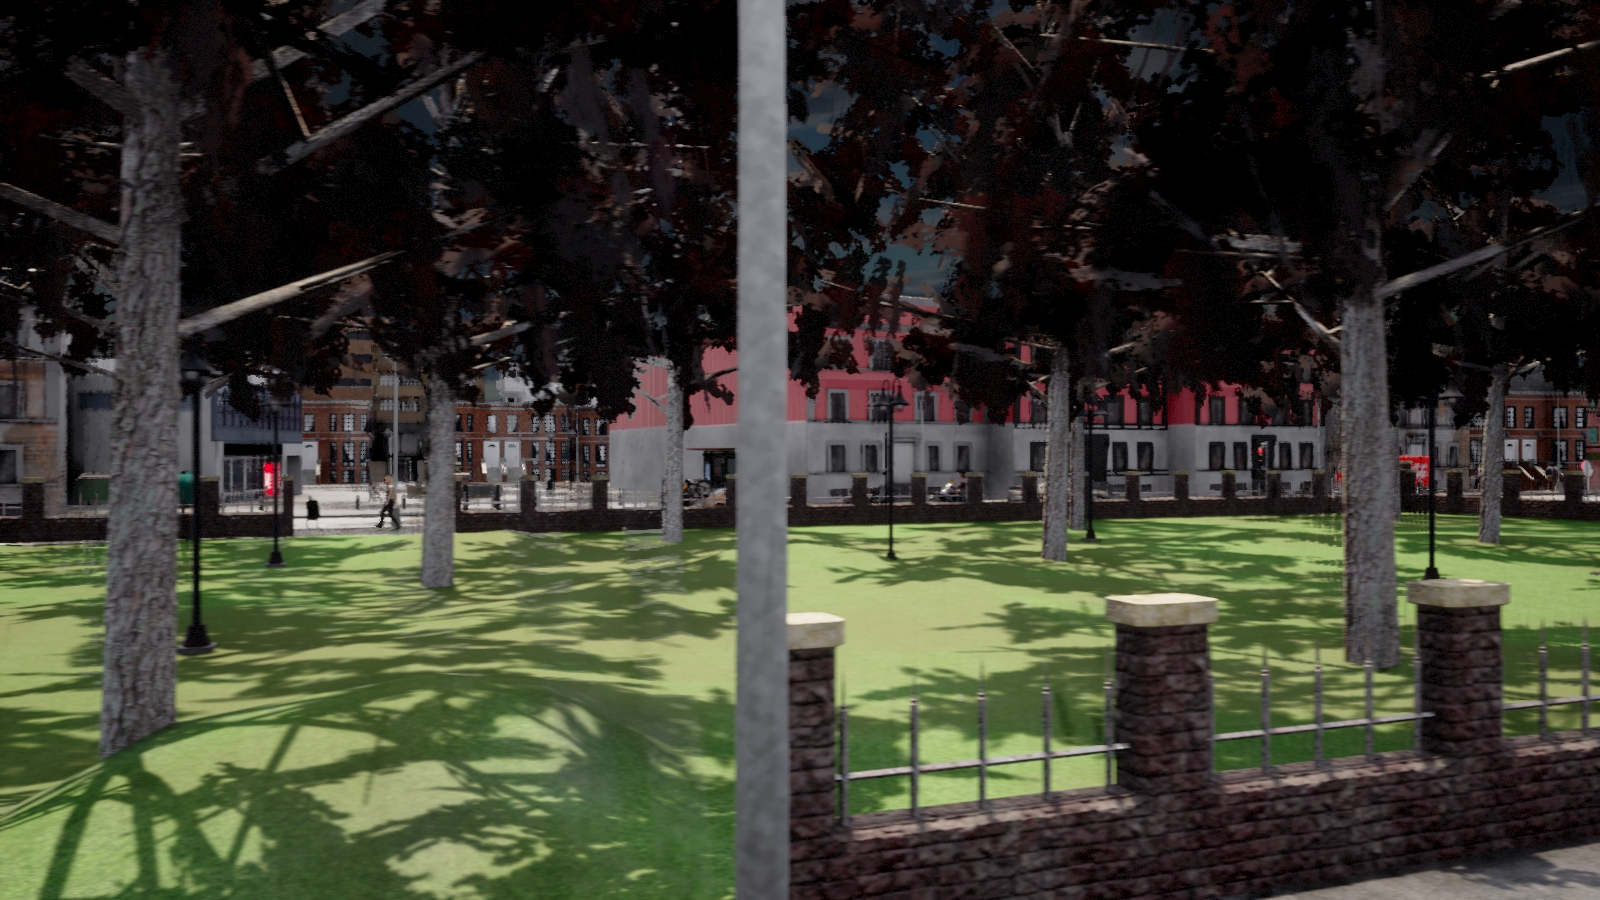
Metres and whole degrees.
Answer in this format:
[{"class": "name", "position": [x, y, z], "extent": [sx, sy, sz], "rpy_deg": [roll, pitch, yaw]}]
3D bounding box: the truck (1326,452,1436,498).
[{"class": "truck", "position": [32.434, 1.352, 63.766], "extent": [5.204, 2.467, 2.627], "rpy_deg": [0, 0, -20]}]

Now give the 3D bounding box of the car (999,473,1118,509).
[{"class": "car", "position": [11.775, 1.831, 52.006], "extent": [4.902, 1.511, 2.128], "rpy_deg": [0, 0, -20]}]

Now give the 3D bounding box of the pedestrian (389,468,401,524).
[{"class": "pedestrian", "position": [-13.442, 1.523, 37.922], "extent": [0.375, 1.860, 0.375], "rpy_deg": [0, 0, -17]}]

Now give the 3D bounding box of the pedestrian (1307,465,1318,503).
[{"class": "pedestrian", "position": [24.689, 1.633, 55.029], "extent": [0.375, 1.860, 0.375], "rpy_deg": [0, 0, 40]}]

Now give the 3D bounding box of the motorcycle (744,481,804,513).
[{"class": "motorcycle", "position": [-1.079, 1.952, 47.370], "extent": [2.356, 1.277, 0.764], "rpy_deg": [0, 0, -20]}]

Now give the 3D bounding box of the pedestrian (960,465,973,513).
[{"class": "pedestrian", "position": [6.566, 1.528, 45.018], "extent": [0.375, 1.860, 0.375], "rpy_deg": [0, 0, -20]}]

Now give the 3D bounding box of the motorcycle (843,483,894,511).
[{"class": "motorcycle", "position": [2.927, 1.995, 48.832], "extent": [2.033, 1.145, 0.803], "rpy_deg": [0, 0, -20]}]
